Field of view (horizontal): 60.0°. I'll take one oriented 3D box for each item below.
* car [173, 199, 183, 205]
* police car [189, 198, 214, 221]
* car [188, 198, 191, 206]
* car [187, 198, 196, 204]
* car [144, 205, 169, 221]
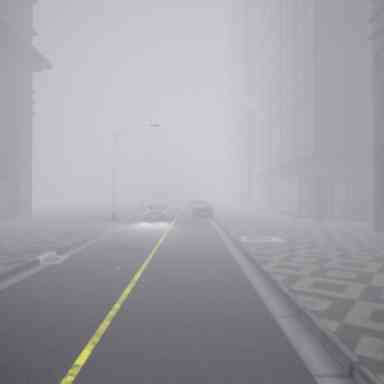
[{"bbox_3d":[-3.011,2.202,71.307,1.895,1.301,4.718,0,-1,0],"label":"car"},{"bbox_3d":[0.895,1.652,30.146,1.930,1.638,5.238,0,0,0],"label":"police car"},{"bbox_3d":[0.893,1.661,40.007,2.097,1.767,4.553,0,0,0],"label":"car"},{"bbox_3d":[-0.013,2.154,81.493,2.128,1.511,4.902,0,-1,0],"label":"car"},{"bbox_3d":[-3.103,1.825,29.952,1.895,1.301,4.718,0,0,0],"label":"car"}]
